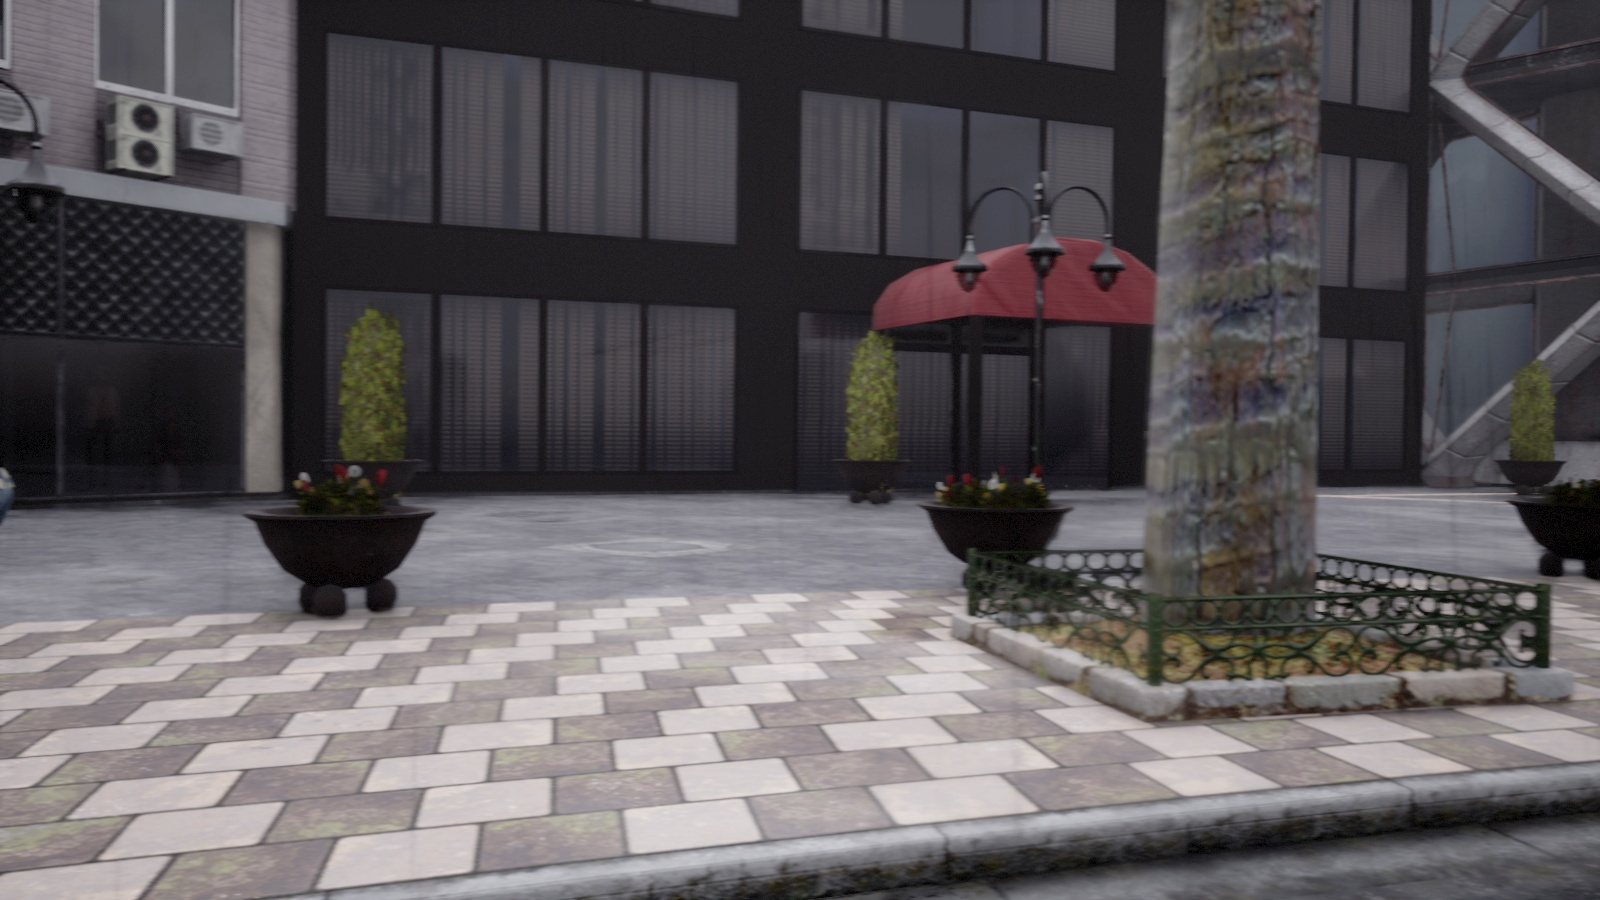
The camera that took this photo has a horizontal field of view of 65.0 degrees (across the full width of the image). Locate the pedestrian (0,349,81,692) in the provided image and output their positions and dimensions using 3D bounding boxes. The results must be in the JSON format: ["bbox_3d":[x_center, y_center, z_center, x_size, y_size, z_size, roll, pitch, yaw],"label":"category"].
[{"bbox_3d":[-4.749,0.382,7.143,0.900,1.855,0.874,-1,1,-14],"label":"pedestrian"}]
